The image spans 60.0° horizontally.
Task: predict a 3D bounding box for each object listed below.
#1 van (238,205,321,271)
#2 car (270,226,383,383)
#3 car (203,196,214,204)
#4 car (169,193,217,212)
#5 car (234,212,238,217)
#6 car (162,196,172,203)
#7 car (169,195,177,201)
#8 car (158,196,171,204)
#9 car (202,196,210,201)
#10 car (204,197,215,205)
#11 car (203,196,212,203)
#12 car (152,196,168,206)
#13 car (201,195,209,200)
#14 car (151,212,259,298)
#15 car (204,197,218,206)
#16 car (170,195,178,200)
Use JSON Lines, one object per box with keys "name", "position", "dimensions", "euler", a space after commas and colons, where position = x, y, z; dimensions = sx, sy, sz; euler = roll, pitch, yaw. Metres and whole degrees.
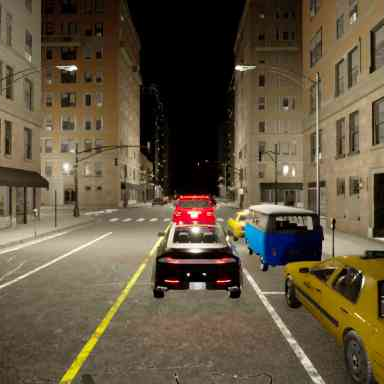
{"name": "van", "position": [2.687, 1.343, 10.545], "dimensions": [1.690, 1.788, 3.998], "euler": [1, 0, 0]}
{"name": "car", "position": [2.680, 1.526, 5.041], "dimensions": [1.752, 1.417, 4.829], "euler": [1, 0, 0]}
{"name": "car", "position": [3.192, 1.554, 64.942], "dimensions": [2.008, 1.369, 4.403], "euler": [1, 0, 1]}
{"name": "car", "position": [0.117, 1.225, 18.660], "dimensions": [2.150, 2.045, 5.566], "euler": [0, 0, 0]}
{"name": "car", "position": [2.691, 1.528, 16.388], "dimensions": [1.752, 1.417, 4.829], "euler": [1, 0, 0]}
{"name": "car", "position": [-5.257, 1.548, 70.581], "dimensions": [1.887, 1.381, 4.507], "euler": [1, 0, 1]}
{"name": "car", "position": [-5.032, 1.525, 86.997], "dimensions": [1.752, 1.417, 4.829], "euler": [1, 0, 1]}
{"name": "car", "position": [-5.333, 1.555, 65.052], "dimensions": [2.008, 1.369, 4.403], "euler": [1, 0, 1]}
{"name": "car", "position": [3.419, 1.566, 81.533], "dimensions": [1.947, 1.339, 4.313], "euler": [1, 0, 1]}
{"name": "car", "position": [3.116, 1.548, 59.412], "dimensions": [1.887, 1.381, 4.507], "euler": [1, 0, 1]}
{"name": "car", "position": [3.268, 1.547, 70.472], "dimensions": [1.887, 1.381, 4.507], "euler": [1, 0, 1]}
{"name": "car", "position": [-5.485, 1.587, 53.995], "dimensions": [1.802, 1.307, 4.206], "euler": [1, 0, 1]}
{"name": "car", "position": [3.571, 1.548, 92.593], "dimensions": [2.008, 1.369, 4.403], "euler": [1, 0, 1]}
{"name": "car", "position": [0.106, 1.493, 8.474], "dimensions": [2.128, 1.511, 4.902], "euler": [0, 0, 0]}
{"name": "car", "position": [3.040, 1.570, 53.882], "dimensions": [1.947, 1.339, 4.313], "euler": [1, 0, 1]}
{"name": "car", "position": [-4.954, 1.564, 92.696], "dimensions": [1.947, 1.339, 4.313], "euler": [1, 0, 1]}
